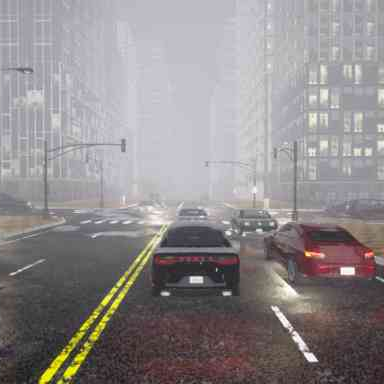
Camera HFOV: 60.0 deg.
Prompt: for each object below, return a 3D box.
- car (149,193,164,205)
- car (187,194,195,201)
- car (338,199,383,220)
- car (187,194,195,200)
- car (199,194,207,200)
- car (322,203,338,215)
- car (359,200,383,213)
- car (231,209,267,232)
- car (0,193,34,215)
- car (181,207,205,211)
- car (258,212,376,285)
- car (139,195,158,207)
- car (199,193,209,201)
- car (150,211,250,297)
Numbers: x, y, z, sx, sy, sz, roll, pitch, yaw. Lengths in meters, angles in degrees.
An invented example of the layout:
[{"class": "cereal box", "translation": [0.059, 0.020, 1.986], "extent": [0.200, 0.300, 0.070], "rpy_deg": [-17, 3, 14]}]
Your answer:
[{"class": "car", "translation": [-6.776, 1.170, 59.750], "extent": [2.150, 2.045, 5.566], "rpy_deg": [0, 1, 0]}, {"class": "car", "translation": [-0.267, 1.396, 79.994], "extent": [1.882, 1.535, 5.008], "rpy_deg": [0, 0, 0]}, {"class": "car", "translation": [16.103, 1.519, 29.258], "extent": [5.009, 1.841, 2.192], "rpy_deg": [1, 0, 1]}, {"class": "car", "translation": [-0.302, 1.267, 90.411], "extent": [2.128, 1.511, 4.902], "rpy_deg": [0, 0, 0]}, {"class": "car", "translation": [2.948, 1.267, 90.421], "extent": [2.128, 1.511, 4.902], "rpy_deg": [0, 0, 0]}, {"class": "car", "translation": [16.182, 1.637, 35.047], "extent": [4.674, 1.442, 1.812], "rpy_deg": [1, 1, 1]}, {"class": "car", "translation": [21.684, 1.643, 37.563], "extent": [4.829, 1.417, 1.752], "rpy_deg": [1, 0, 1]}, {"class": "car", "translation": [3.288, 1.591, 18.514], "extent": [1.895, 1.301, 4.718], "rpy_deg": [0, 0, 0]}, {"class": "car", "translation": [-18.363, 1.079, 32.289], "extent": [5.566, 2.045, 2.150], "rpy_deg": [0, 1, 1]}, {"class": "car", "translation": [0.037, 1.538, 18.451], "extent": [2.033, 1.411, 5.357], "rpy_deg": [0, 0, 0]}, {"class": "car", "translation": [3.319, 1.521, 9.396], "extent": [1.812, 1.442, 4.674], "rpy_deg": [0, 0, 0]}, {"class": "car", "translation": [-6.761, 1.528, 50.724], "extent": [1.994, 1.385, 4.181], "rpy_deg": [0, 0, 0]}, {"class": "car", "translation": [2.983, 1.143, 80.033], "extent": [2.150, 2.045, 5.566], "rpy_deg": [0, 0, 0]}, {"class": "car", "translation": [0.067, 1.474, 8.630], "extent": [1.882, 1.535, 5.008], "rpy_deg": [0, 0, 0]}]
